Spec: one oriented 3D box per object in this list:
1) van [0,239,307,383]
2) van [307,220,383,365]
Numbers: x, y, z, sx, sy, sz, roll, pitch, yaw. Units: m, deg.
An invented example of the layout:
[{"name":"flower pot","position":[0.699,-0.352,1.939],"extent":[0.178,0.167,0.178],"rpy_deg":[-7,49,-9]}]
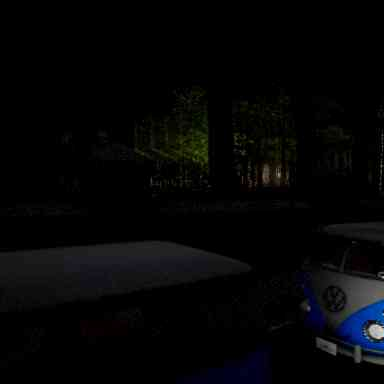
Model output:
[{"name":"van","position":[-1.326,1.297,1.984],"extent":[3.998,1.788,1.690],"rpy_deg":[1,0,-34]},{"name":"van","position":[3.355,1.337,5.163],"extent":[3.998,1.788,1.690],"rpy_deg":[0,0,-34]}]
